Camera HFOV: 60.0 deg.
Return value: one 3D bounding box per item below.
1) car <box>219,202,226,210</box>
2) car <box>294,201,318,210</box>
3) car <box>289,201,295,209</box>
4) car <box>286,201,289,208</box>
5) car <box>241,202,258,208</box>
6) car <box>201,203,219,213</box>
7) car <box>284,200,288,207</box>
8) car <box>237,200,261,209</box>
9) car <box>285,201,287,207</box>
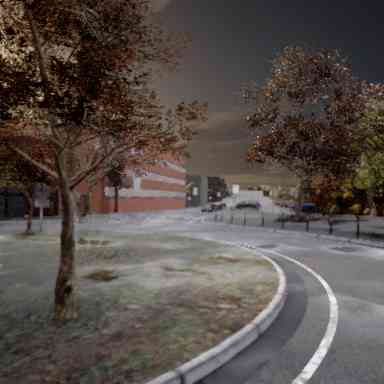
[{"bbox_3d":[5.539,3.044,70.512,1.882,1.535,5.008,1,-1,11],"label":"car"},{"bbox_3d":[24.863,3.123,71.086,4.553,1.767,2.185,1,-1,10],"label":"car"},{"bbox_3d":[25.918,3.145,76.770,5.566,2.045,2.435,1,-1,10],"label":"car"},{"bbox_3d":[27.405,3.593,84.975,4.892,1.521,2.231,1,-1,10],"label":"car"},{"bbox_3d":[15.991,3.617,92.681,4.792,1.488,2.163,1,-1,10],"label":"car"},{"bbox_3d":[2.781,2.747,55.729,2.033,1.411,5.357,1,-1,11],"label":"car"},{"bbox_3d":[28.400,3.721,90.533,5.008,1.535,2.097,1,-1,10],"label":"car"},{"bbox_3d":[13.007,2.940,76.002,5.566,2.045,2.435,1,-1,10],"label":"car"},{"bbox_3d":[27.902,3.656,87.754,5.008,1.535,2.097,1,-1,10],"label":"car"}]
